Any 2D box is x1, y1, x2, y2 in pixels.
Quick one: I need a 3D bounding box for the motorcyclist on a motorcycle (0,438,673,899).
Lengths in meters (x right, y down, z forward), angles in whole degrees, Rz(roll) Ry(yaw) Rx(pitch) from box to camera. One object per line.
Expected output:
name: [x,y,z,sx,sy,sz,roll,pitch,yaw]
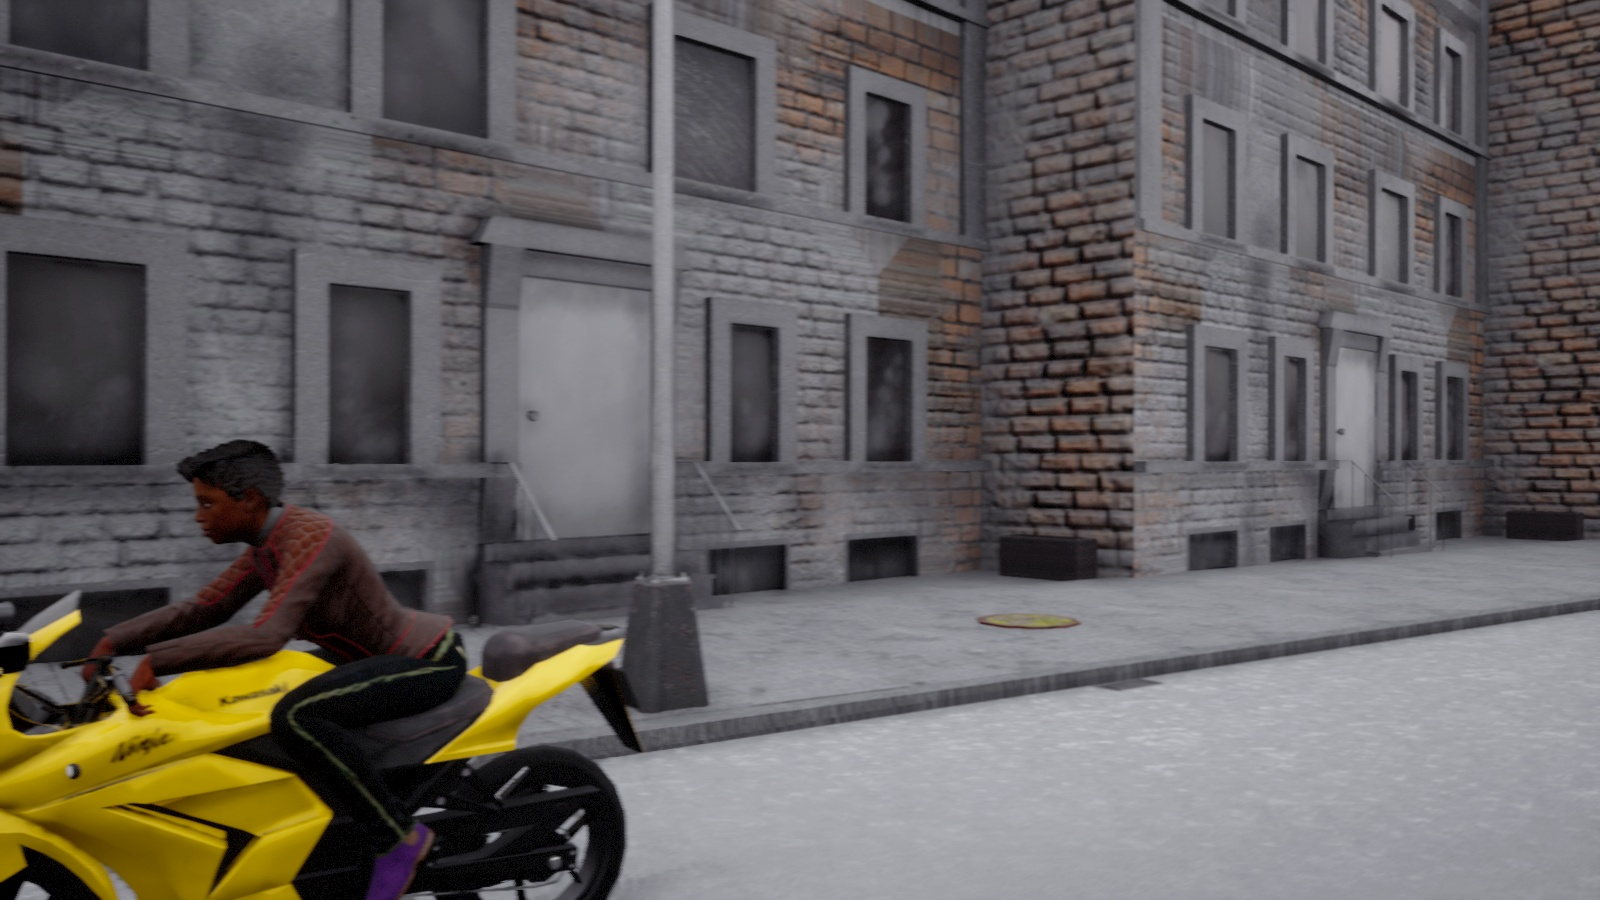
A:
motorcyclist on a motorcycle: [-1.423,0.738,3.267,2.044,1.523,0.797,0,0,-35]
